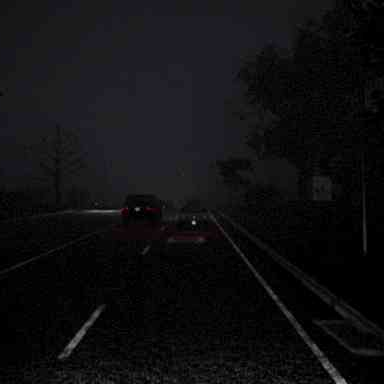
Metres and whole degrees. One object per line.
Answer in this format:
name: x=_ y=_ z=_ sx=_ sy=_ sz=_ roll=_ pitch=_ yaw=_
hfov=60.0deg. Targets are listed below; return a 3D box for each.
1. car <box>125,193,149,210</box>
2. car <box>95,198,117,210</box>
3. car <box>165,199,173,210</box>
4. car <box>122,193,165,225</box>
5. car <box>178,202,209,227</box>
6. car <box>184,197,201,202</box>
car: x=-7.007 y=1.120 z=43.144 sx=2.150 sy=2.045 sz=5.566 roll=0 pitch=0 yaw=0
car: x=-10.529 y=1.424 z=40.981 sx=1.812 sy=1.442 sz=4.674 roll=0 pitch=0 yaw=1
car: x=-3.394 y=1.497 z=41.863 sx=1.895 sy=1.301 sz=4.718 roll=0 pitch=0 yaw=0
car: x=-3.397 y=1.164 z=23.389 sx=2.150 sy=2.045 sz=5.566 roll=0 pitch=0 yaw=0
car: x=0.103 y=1.546 z=22.119 sx=1.895 sy=1.301 sz=4.718 roll=0 pitch=0 yaw=0
car: x=0.106 y=1.401 z=41.292 sx=1.837 sy=1.490 sz=4.892 roll=0 pitch=0 yaw=0
